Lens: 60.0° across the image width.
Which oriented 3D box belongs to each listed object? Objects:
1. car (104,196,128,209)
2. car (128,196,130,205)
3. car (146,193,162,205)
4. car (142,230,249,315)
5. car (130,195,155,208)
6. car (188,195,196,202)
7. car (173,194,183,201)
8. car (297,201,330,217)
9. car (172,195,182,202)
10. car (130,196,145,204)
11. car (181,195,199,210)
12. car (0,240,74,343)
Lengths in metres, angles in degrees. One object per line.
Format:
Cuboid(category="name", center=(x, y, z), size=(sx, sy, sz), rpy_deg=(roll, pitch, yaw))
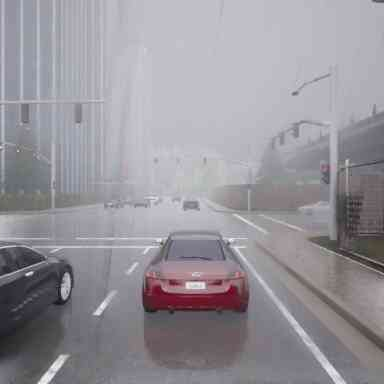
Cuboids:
Cuboid(category="car", center=(-10.600, 1.492, 45.348), size=(2.128, 1.511, 4.902), rpy_deg=(0, 0, 0))
Cuboid(category="car", center=(-10.593, 1.505, 54.592), size=(1.837, 1.490, 4.892), rpy_deg=(0, 0, 0))
Cuboid(category="car", center=(-7.084, 1.221, 58.163), size=(2.150, 2.045, 5.566), rpy_deg=(0, 0, 1))
Cuboid(category="car", center=(0.070, 1.564, 7.673), size=(1.994, 1.385, 4.181), rpy_deg=(0, 0, 0))
Cuboid(category="car", center=(-7.096, 1.547, 47.973), size=(2.033, 1.411, 5.357), rpy_deg=(0, 0, 0))
Cuboid(category="car", center=(-0.009, 1.478, 76.598), size=(1.882, 1.535, 5.008), rpy_deg=(0, 0, 0))
Cuboid(category="car", center=(-3.514, 1.386, 84.688), size=(2.128, 1.511, 4.902), rpy_deg=(0, 0, 0))
Cuboid(category="car", center=(12.398, 1.582, 31.776), size=(4.674, 1.442, 1.812), rpy_deg=(0, 0, -2))
Cuboid(category="car", center=(-3.512, 1.495, 74.264), size=(1.837, 1.490, 4.892), rpy_deg=(0, 0, 0))
Cuboid(category="car", center=(-10.543, 1.547, 64.908), size=(2.033, 1.411, 5.357), rpy_deg=(0, 0, 1))
Cuboid(category="car", center=(-0.099, 1.477, 42.015), size=(1.882, 1.535, 5.008), rpy_deg=(-1, 0, -1))
Cuboid(category="car", center=(-3.443, 1.505, 5.217), size=(1.837, 1.490, 4.892), rpy_deg=(0, 0, 0))
